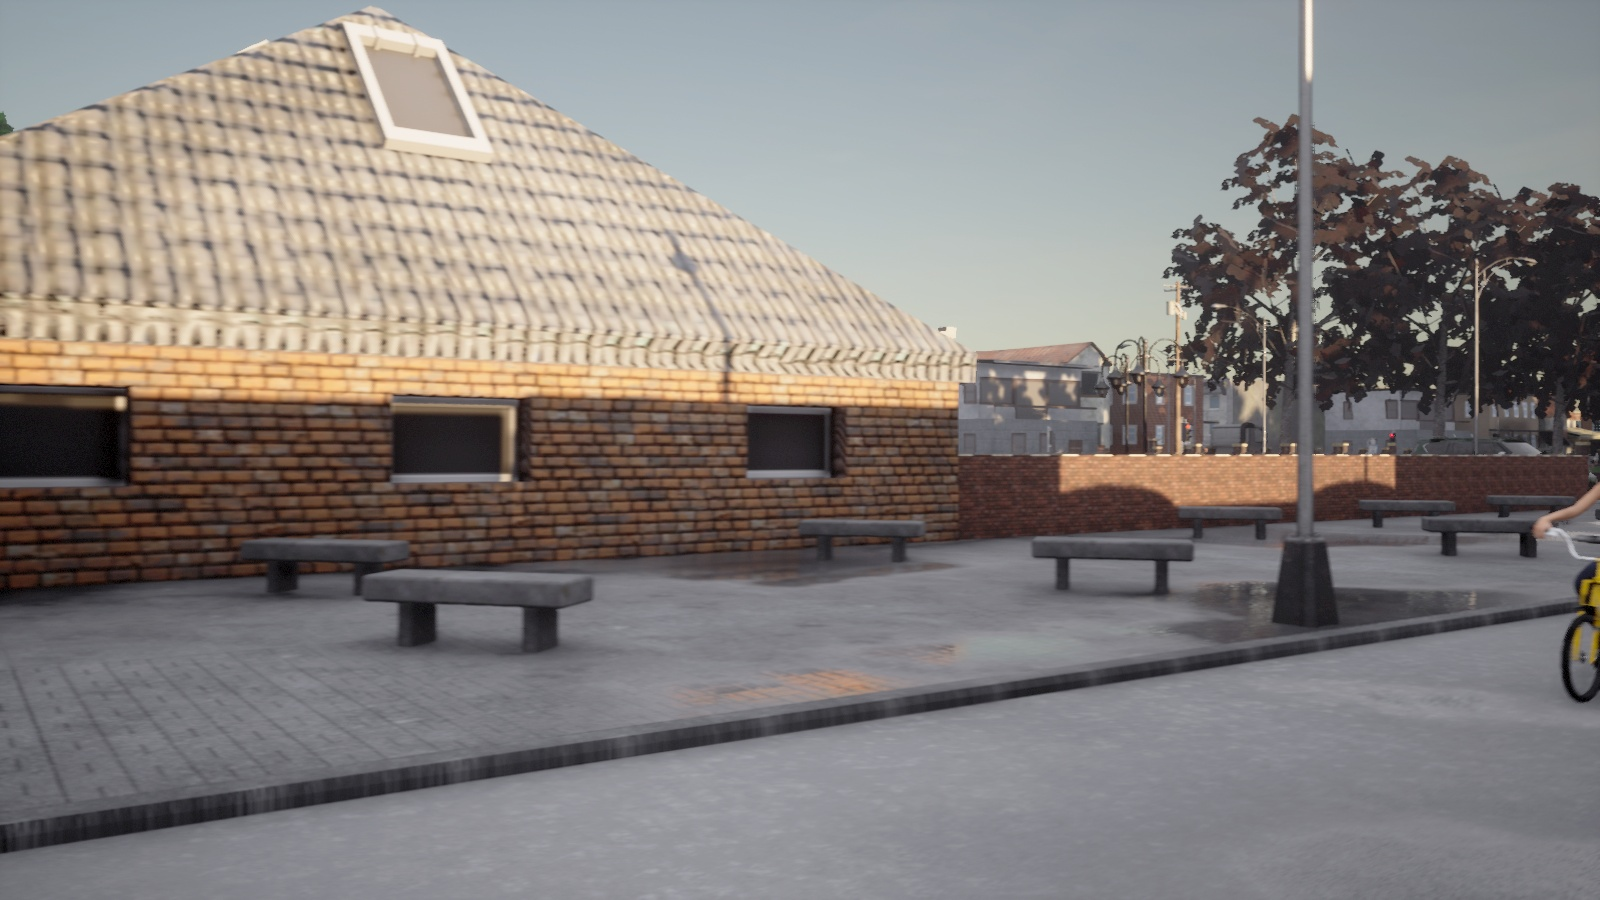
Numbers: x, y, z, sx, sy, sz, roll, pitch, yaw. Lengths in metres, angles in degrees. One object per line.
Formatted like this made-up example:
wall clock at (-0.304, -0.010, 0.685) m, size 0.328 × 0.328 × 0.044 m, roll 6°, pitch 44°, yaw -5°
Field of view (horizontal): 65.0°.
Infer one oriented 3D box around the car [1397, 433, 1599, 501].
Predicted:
car at (22.610, 0.516, 40.734) m, size 2.150 × 2.045 × 5.566 m, roll 0°, pitch 0°, yaw -32°

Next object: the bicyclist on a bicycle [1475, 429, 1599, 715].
bicyclist on a bicycle at (4.986, 0.690, 7.738) m, size 1.509 × 1.612 × 0.866 m, roll 0°, pitch 0°, yaw -35°

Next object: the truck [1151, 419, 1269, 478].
truck at (25.265, -0.101, 77.143) m, size 7.936 × 3.462 × 2.891 m, roll 0°, pitch 0°, yaw -37°
